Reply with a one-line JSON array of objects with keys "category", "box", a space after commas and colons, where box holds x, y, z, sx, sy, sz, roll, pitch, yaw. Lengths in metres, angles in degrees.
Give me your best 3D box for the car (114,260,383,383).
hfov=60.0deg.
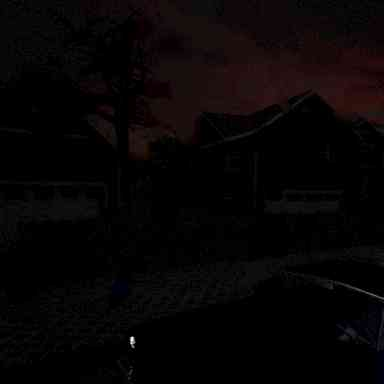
[{"category": "car", "box": [1.604, 1.594, 3.845, 4.718, 1.301, 1.895, 0, 0, -32]}]
